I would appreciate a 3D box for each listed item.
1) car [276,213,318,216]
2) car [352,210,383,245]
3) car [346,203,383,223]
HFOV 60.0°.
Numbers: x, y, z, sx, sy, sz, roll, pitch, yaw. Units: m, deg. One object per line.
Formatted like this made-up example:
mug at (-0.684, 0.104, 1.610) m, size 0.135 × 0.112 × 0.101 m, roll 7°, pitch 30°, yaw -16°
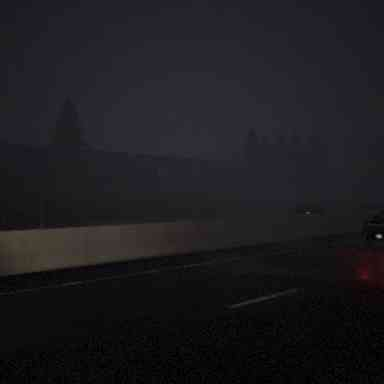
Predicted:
car at (9.040, 1.621, 27.652) m, size 4.902 × 1.511 × 2.128 m, roll 0°, pitch 0°, yaw -36°
car at (9.531, 1.582, 14.856) m, size 4.902 × 1.511 × 2.128 m, roll 0°, pitch 0°, yaw -36°
car at (15.288, 1.705, 27.845) m, size 5.357 × 1.411 × 2.033 m, roll 0°, pitch 0°, yaw -37°
